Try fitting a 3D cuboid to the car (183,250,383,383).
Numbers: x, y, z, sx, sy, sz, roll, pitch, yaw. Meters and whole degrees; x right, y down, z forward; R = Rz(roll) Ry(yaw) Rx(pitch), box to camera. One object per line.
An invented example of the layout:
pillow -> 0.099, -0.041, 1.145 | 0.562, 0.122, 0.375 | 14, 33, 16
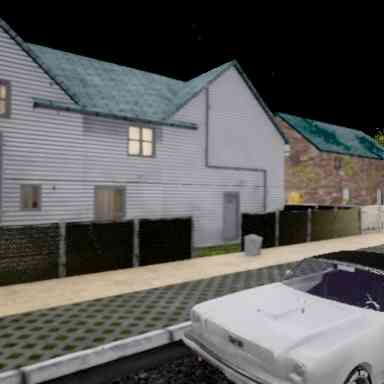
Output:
car -> 2.234, 1.603, 4.668 | 4.718, 1.301, 1.895 | 0, 0, -36
